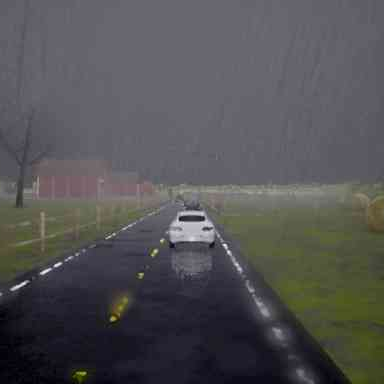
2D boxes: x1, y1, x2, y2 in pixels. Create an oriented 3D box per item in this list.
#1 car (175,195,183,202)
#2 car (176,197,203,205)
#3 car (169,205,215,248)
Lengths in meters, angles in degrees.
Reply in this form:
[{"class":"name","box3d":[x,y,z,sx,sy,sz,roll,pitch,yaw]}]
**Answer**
[{"class":"car","box3d":[-2.749,1.383,74.778,2.097,1.767,4.553,0,0,0]},{"class":"car","box3d":[0.000,1.495,29.656,2.128,1.511,4.902,0,0,0]},{"class":"car","box3d":[0.000,1.530,14.654,1.812,1.442,4.674,0,0,0]}]
